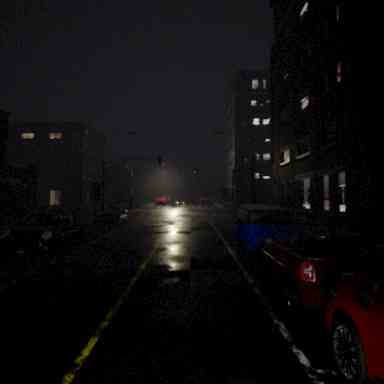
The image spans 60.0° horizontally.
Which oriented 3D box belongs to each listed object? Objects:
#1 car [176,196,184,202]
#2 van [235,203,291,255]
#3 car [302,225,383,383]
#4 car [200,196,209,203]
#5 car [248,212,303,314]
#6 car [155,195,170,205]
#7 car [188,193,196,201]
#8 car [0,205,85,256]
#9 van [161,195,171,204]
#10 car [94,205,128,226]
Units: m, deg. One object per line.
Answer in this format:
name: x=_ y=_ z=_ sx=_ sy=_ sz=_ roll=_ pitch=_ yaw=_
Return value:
car: x=-3.009 y=1.754 z=84.719 sx=1.837 sy=1.490 sz=4.892 roll=0 pitch=0 yaw=0
van: x=2.706 y=1.381 z=13.044 sx=1.690 sy=1.788 sz=3.998 roll=1 pitch=0 yaw=0
car: x=2.707 y=1.322 z=2.230 sx=2.192 sy=1.841 sz=5.009 roll=1 pitch=0 yaw=0
car: x=2.698 y=1.659 z=73.251 sx=1.967 sy=1.590 sz=4.097 roll=1 pitch=0 yaw=0
car: x=2.704 y=1.464 z=7.636 sx=1.967 sy=1.590 sz=4.097 roll=1 pitch=0 yaw=0
car: x=-5.759 y=1.731 z=61.820 sx=1.887 sy=1.381 sz=4.507 roll=1 pitch=0 yaw=0
car: x=-0.008 y=1.797 z=89.074 sx=2.033 sy=1.411 sz=5.357 roll=0 pitch=0 yaw=0
car: x=-5.676 y=1.480 z=13.050 sx=1.967 sy=1.590 sz=4.097 roll=1 pitch=0 yaw=0
van: x=-5.679 y=1.561 z=73.189 sx=1.690 sy=1.788 sz=3.998 roll=1 pitch=0 yaw=0
car: x=-5.680 y=1.624 z=23.864 sx=2.008 sy=1.369 sz=4.403 roll=1 pitch=0 yaw=0
